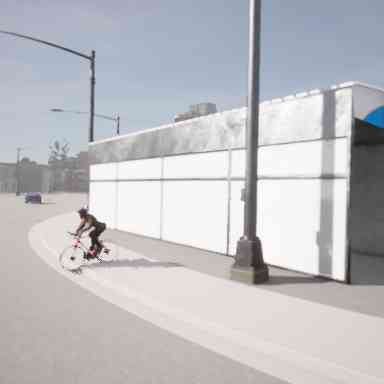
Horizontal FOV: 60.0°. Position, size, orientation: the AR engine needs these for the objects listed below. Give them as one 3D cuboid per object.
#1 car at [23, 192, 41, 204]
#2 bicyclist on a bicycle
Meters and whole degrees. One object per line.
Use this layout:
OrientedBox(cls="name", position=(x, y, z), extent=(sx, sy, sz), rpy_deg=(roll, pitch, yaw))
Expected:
OrientedBox(cls="car", position=(-21.898, 0.758, 45.598), extent=(1.882, 1.535, 5.008), rpy_deg=(1, 1, -30))
OrientedBox(cls="bicyclist on a bicycle", position=(-2.770, 1.231, 8.987), extent=(1.656, 1.620, 0.582), rpy_deg=(-5, 4, -38))
